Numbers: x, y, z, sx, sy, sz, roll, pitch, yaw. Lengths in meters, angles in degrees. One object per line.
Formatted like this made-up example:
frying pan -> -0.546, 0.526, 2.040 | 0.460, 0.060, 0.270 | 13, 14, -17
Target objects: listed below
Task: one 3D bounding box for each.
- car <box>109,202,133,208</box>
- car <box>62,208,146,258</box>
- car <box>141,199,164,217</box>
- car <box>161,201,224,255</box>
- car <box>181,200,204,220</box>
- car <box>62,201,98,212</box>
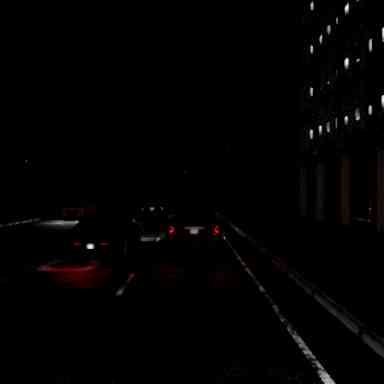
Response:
car -> -6.592, 1.614, 30.541 | 1.994, 1.385, 4.181 | 0, 0, 0
car -> -3.171, 1.525, 12.835 | 1.837, 1.490, 4.892 | 0, -2, 0
car -> -3.173, 1.401, 28.515 | 2.097, 1.767, 4.553 | 0, 0, 0
car -> 0.080, 1.381, 13.608 | 2.097, 1.767, 4.553 | 0, 0, 0
car -> 0.081, 1.527, 29.604 | 1.882, 1.535, 5.008 | 0, 0, 0
car -> -9.844, 1.526, 29.529 | 1.882, 1.535, 5.008 | 0, 0, 0
